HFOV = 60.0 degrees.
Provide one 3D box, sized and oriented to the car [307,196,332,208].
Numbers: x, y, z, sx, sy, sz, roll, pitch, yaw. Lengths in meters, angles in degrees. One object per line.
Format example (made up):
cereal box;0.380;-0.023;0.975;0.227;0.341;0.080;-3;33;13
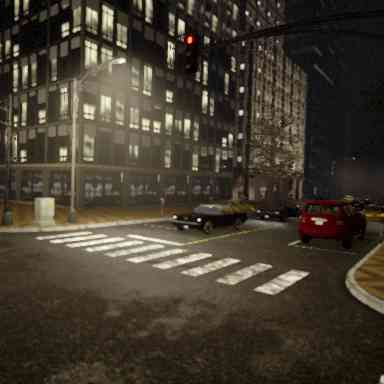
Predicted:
car;16.360;1.296;42.575;1.947;1.339;4.313;2;1;36

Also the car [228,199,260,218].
car;2.874;1.175;24.286;1.752;1.417;4.829;2;1;36

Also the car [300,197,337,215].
car;12.708;1.300;33.231;2.128;1.511;4.902;3;2;37

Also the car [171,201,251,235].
car;1.011;1.337;17.394;1.895;1.301;4.718;3;2;36

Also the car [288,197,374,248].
car;6.374;1.303;14.912;2.192;1.841;5.009;2;1;36

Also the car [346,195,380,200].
car;17.613;1.449;34.513;2.128;1.511;4.902;3;2;36

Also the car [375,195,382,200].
car;46.477;1.437;83.413;2.008;1.369;4.403;3;1;36

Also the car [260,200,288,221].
car;6.751;1.319;25.183;2.033;1.411;5.357;3;2;36

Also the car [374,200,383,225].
car;13.164;1.555;24.131;1.752;1.417;4.829;2;1;36

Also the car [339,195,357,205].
car;26.299;1.309;56.050;1.752;1.417;4.829;2;1;36

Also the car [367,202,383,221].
car;16.409;1.631;28.535;1.802;1.307;4.206;2;1;36
